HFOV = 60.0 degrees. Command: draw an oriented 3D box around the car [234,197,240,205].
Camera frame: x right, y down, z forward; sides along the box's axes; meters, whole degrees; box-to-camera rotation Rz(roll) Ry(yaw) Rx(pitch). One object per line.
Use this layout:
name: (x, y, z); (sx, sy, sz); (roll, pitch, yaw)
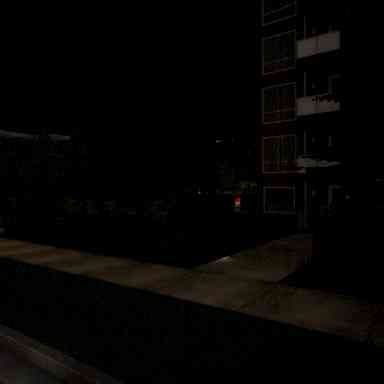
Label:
car: (9.307, 1.477, 58.079); (1.882, 1.535, 5.008); (0, 0, 36)

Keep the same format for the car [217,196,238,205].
car: (6.473, 1.525, 60.134); (1.812, 1.442, 4.674); (0, 0, 36)
